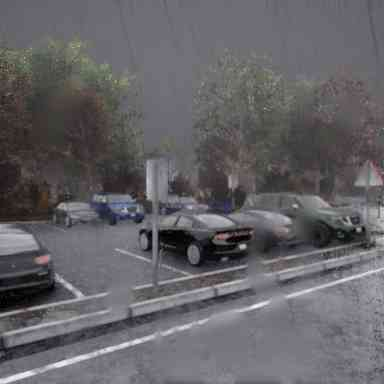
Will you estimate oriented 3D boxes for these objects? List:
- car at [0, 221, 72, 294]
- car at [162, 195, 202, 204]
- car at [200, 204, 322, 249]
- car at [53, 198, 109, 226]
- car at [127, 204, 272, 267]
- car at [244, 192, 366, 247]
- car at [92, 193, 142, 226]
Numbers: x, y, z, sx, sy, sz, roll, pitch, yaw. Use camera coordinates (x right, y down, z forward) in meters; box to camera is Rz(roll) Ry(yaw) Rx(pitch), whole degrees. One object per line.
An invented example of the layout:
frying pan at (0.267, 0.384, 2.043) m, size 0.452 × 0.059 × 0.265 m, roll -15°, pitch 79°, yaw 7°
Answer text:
car at (-4.608, 1.468, 7.922) m, size 2.002 × 1.452 × 4.674 m, roll -1°, pitch 1°, yaw -36°
car at (-0.603, 1.122, 26.300) m, size 2.185 × 1.767 × 4.553 m, roll 0°, pitch 0°, yaw -36°
car at (2.250, 1.374, 12.906) m, size 2.002 × 1.452 × 4.674 m, roll -1°, pitch 1°, yaw -36°
car at (-7.502, 1.355, 21.372) m, size 2.231 × 1.521 × 4.892 m, roll -1°, pitch 1°, yaw -36°
car at (-0.036, 1.367, 11.241) m, size 2.097 × 1.535 × 5.008 m, roll -1°, pitch 1°, yaw -36°
car at (4.548, 1.050, 14.543) m, size 2.435 × 2.045 × 5.566 m, roll -1°, pitch 1°, yaw -36°
car at (-5.300, 1.072, 22.930) m, size 2.435 × 2.045 × 5.566 m, roll -1°, pitch 1°, yaw -36°
